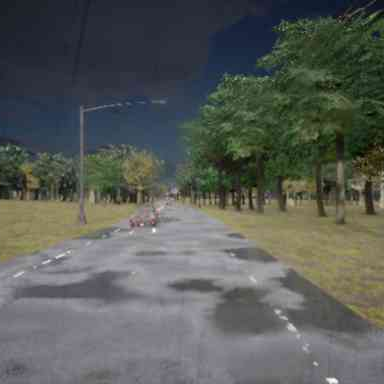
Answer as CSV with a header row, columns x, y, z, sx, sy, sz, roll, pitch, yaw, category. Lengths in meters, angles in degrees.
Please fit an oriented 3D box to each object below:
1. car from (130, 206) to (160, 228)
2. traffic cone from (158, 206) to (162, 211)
x,y,z,sx,sy,sz,roll,pitch,yaw,category
-3.929,1.990,28.096,2.097,1.767,4.553,0,-1,-1,car
-6.504,3.421,64.860,0.340,0.580,0.340,0,-1,-3,traffic cone
